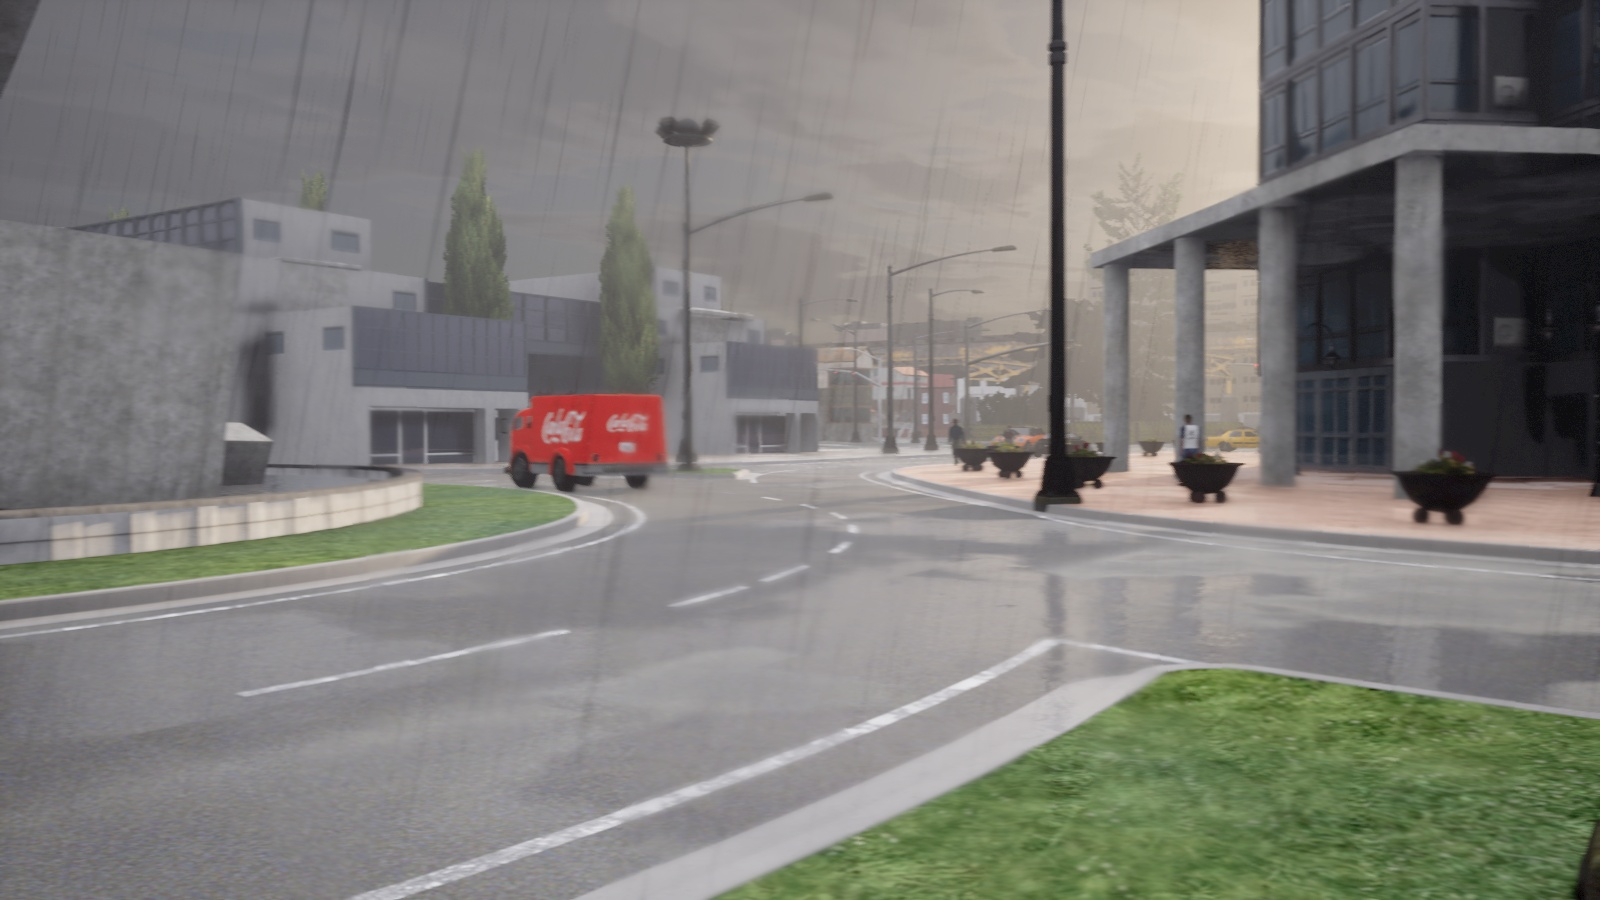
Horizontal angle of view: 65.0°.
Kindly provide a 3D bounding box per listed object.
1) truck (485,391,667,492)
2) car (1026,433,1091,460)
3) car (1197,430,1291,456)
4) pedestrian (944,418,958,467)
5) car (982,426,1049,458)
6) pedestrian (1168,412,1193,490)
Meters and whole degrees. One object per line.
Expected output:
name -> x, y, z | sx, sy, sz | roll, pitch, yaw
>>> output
truck -> -6.070, -0.249, 33.529 | 2.627, 2.467, 5.204 | 0, 1, -38
car -> 13.902, -0.202, 67.418 | 1.994, 1.385, 4.181 | 1, 1, 33
car -> 28.467, -0.458, 80.562 | 5.366, 1.575, 1.801 | 1, 1, 33
pedestrian -> 5.661, -0.294, 47.057 | 0.370, 1.835, 0.726 | 1, 1, 19
car -> 12.258, -0.477, 71.234 | 2.097, 1.767, 4.553 | 1, 1, 32
pedestrian -> 9.143, 0.016, 30.169 | 0.354, 1.836, 0.706 | 0, 1, -1
